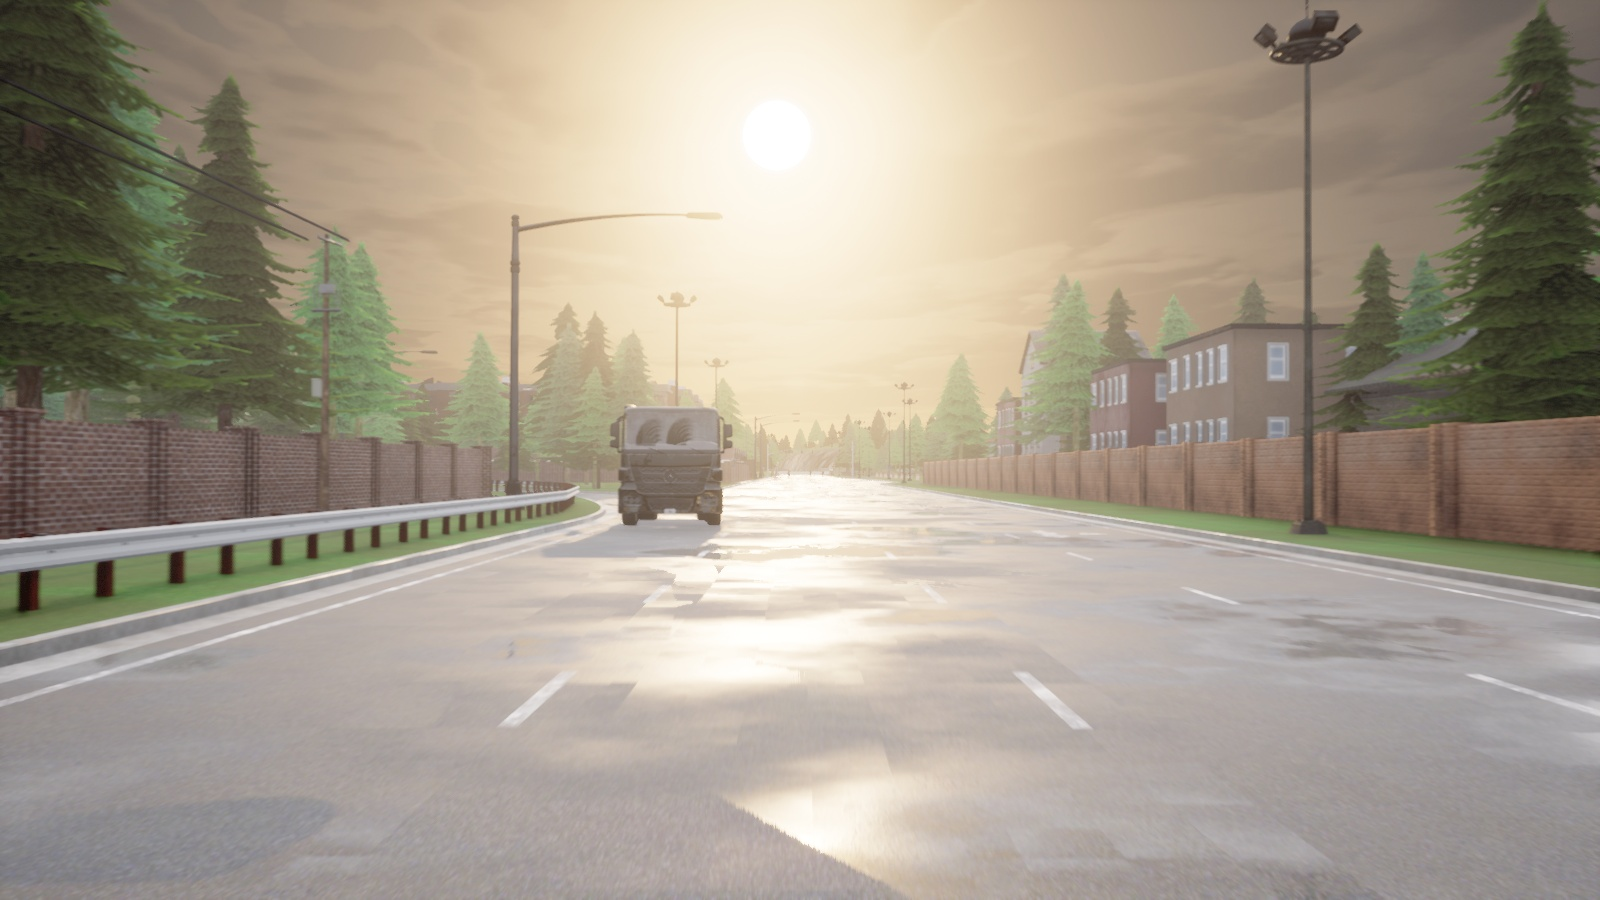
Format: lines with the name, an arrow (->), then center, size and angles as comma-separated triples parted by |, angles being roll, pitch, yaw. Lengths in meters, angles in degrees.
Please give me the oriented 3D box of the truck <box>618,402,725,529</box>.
truck -> -3.764, 0.484, 38.152 | 2.891, 3.462, 7.936 | 0, -1, -4
